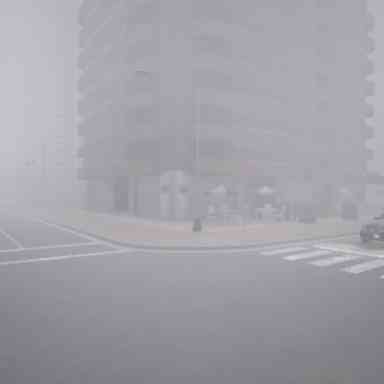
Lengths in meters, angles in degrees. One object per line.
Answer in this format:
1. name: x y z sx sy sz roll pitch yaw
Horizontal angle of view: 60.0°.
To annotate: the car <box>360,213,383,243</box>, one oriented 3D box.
1. car: 9.489 1.544 15.010 4.674 1.442 1.812 0 0 -35
